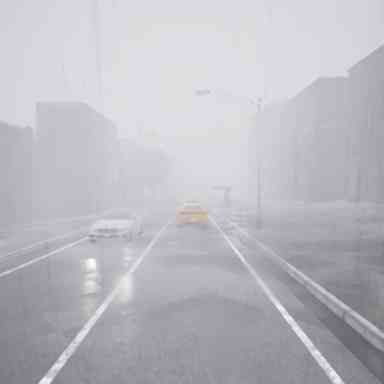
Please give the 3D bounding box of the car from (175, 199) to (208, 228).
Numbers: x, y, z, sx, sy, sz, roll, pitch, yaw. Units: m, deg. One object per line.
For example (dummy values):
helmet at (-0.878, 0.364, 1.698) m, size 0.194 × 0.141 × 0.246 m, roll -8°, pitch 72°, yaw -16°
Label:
car at (0.054, 1.490, 22.359) m, size 1.882 × 1.535 × 5.008 m, roll 0°, pitch 0°, yaw 0°

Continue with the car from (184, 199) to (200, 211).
car at (-0.026, 1.634, 42.632) m, size 1.994 × 1.385 × 4.181 m, roll 0°, pitch 0°, yaw 0°

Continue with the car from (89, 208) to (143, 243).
car at (-3.521, 1.530, 16.125) m, size 1.812 × 1.442 × 4.674 m, roll 0°, pitch 0°, yaw 0°

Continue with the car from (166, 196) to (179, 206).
car at (-3.346, 1.446, 58.797) m, size 2.097 × 1.767 × 4.553 m, roll 0°, pitch 0°, yaw 1°
